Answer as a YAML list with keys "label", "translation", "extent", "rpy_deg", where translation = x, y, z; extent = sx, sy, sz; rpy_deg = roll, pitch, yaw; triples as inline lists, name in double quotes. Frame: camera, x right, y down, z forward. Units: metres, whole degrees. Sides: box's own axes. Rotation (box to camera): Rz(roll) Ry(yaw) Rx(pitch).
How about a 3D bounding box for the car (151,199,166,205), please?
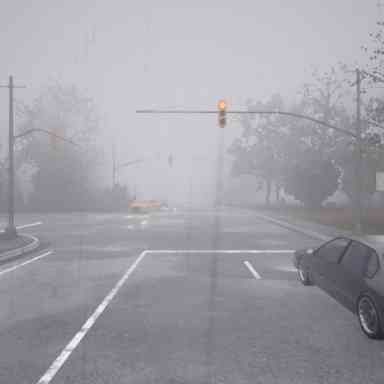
- label: "car"
  translation: [-8.315, 2.405, 83.071]
  extent: [2.033, 1.411, 5.357]
  rpy_deg: [0, -1, -25]

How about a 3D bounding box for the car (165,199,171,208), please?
- label: "car"
  translation: [-4.620, 1.720, 50.580]
  extent: [2.033, 1.411, 5.357]
  rpy_deg: [0, -1, -6]

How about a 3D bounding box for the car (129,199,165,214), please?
- label: "car"
  translation: [-4.923, 1.493, 35.637]
  extent: [1.882, 1.535, 5.008]
  rpy_deg: [0, 0, 16]

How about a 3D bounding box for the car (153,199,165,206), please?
- label: "car"
  translation: [-6.337, 1.983, 63.414]
  extent: [2.033, 1.411, 5.357]
  rpy_deg: [0, -1, -10]

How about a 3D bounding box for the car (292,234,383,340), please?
- label: "car"
  translation: [3.592, 1.547, 6.458]
  extent: [2.033, 1.411, 5.357]
  rpy_deg: [0, 0, 0]

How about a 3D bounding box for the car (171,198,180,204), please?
- label: "car"
  translation: [-4.535, 2.189, 83.014]
  extent: [2.097, 1.767, 4.553]
  rpy_deg: [0, -1, -22]
